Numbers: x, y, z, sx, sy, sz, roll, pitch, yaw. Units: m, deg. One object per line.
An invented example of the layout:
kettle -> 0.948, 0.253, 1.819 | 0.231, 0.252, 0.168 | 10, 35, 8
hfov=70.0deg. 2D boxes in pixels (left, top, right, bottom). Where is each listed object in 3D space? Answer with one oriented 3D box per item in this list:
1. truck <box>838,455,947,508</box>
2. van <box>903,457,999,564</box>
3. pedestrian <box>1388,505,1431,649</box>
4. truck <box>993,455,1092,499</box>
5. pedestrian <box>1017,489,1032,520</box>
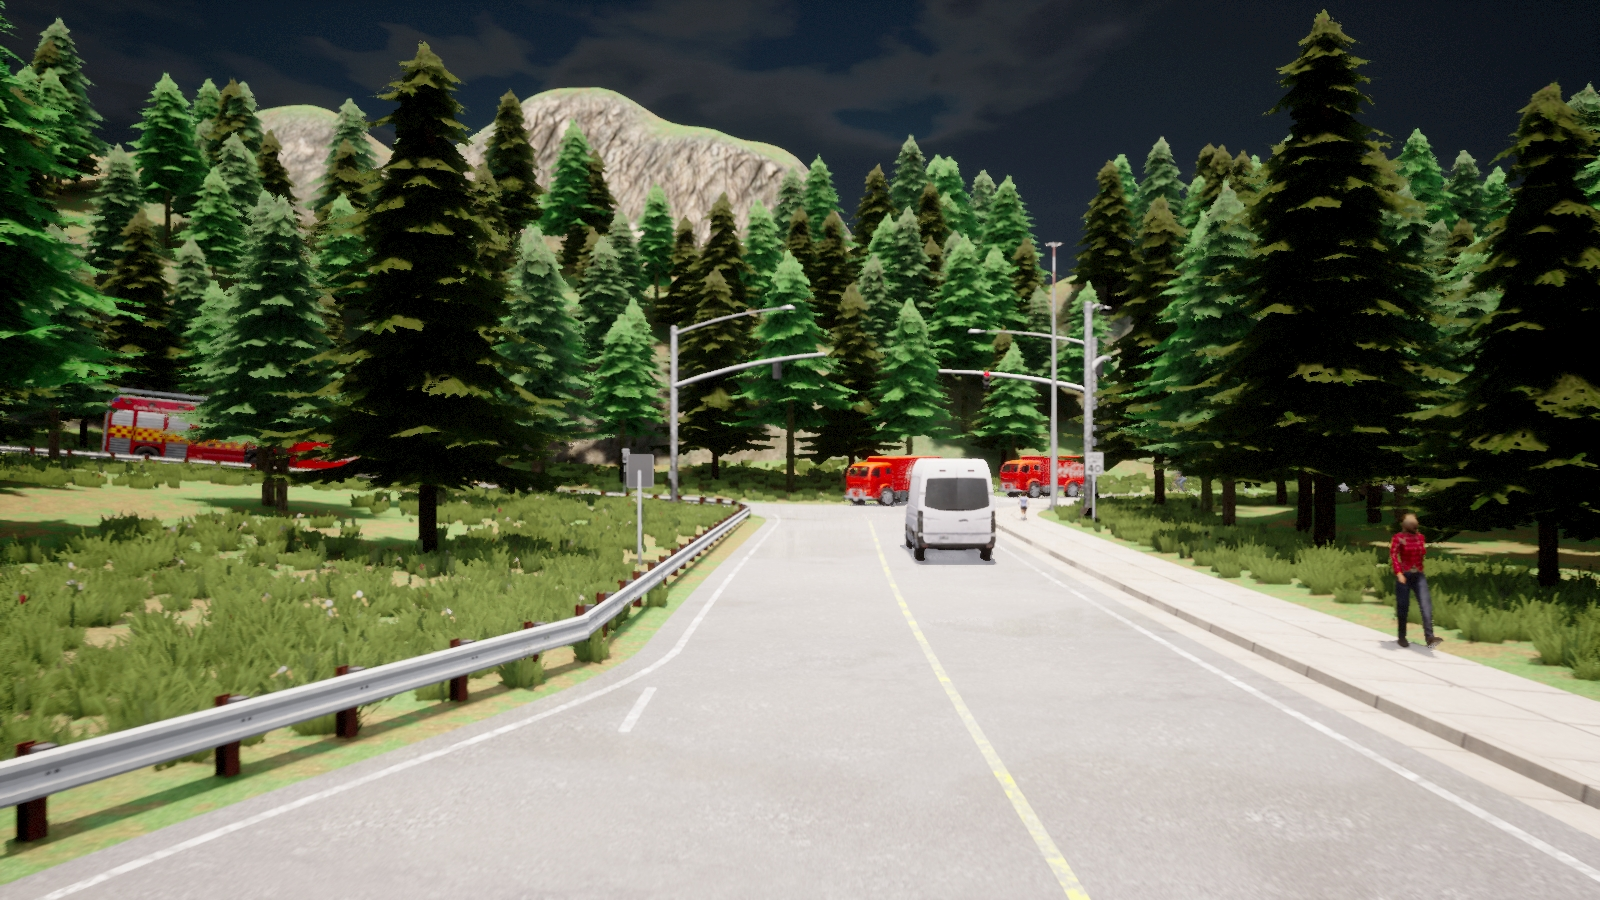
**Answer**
truck -> 4.722, 1.526, 57.886 | 5.204, 2.467, 2.627 | -1, 1, -41
van -> 3.950, 1.494, 30.840 | 1.988, 2.561, 5.915 | 0, 0, 2
pedestrian -> 8.050, 1.663, 15.101 | 0.375, 1.860, 0.375 | 0, 0, 4
truck -> 14.039, 1.515, 66.130 | 5.204, 2.467, 2.627 | 0, 0, -29
pedestrian -> 8.376, 2.032, 42.679 | 0.500, 1.100, 0.500 | 0, 0, 4
